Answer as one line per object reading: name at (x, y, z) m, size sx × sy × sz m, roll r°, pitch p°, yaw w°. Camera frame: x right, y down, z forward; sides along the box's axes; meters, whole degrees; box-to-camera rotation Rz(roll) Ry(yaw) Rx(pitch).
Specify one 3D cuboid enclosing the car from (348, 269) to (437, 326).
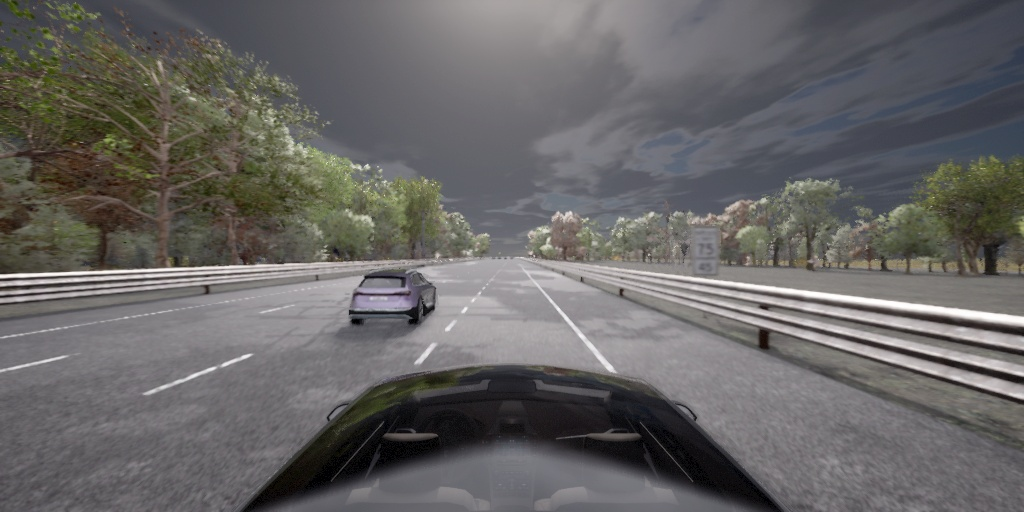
car at (-3.689, 1.219, 11.759) m, size 2.033 × 1.649 × 4.856 m, roll 1°, pitch -1°, yaw -4°
